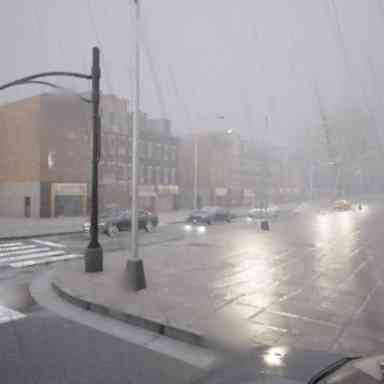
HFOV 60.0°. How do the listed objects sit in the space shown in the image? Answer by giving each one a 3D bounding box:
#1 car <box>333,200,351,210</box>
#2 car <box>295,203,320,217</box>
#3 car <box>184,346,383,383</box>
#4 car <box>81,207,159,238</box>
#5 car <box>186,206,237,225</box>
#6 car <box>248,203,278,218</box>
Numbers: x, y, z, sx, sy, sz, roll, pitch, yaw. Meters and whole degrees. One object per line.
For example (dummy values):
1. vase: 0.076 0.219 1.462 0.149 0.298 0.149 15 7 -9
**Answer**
1. car: 24.005 2.024 53.207 1.882 1.535 5.008 1 1 36
2. car: 13.279 2.034 38.284 1.812 1.442 4.674 1 0 36
3. car: 1.738 1.551 1.553 4.403 1.369 2.008 0 1 36
4. car: -4.002 1.661 19.238 2.128 1.511 4.902 1 0 36
5. car: 1.743 1.846 27.253 2.033 1.411 5.357 1 0 35
6. car: 7.733 1.945 35.580 1.812 1.442 4.674 1 0 36
